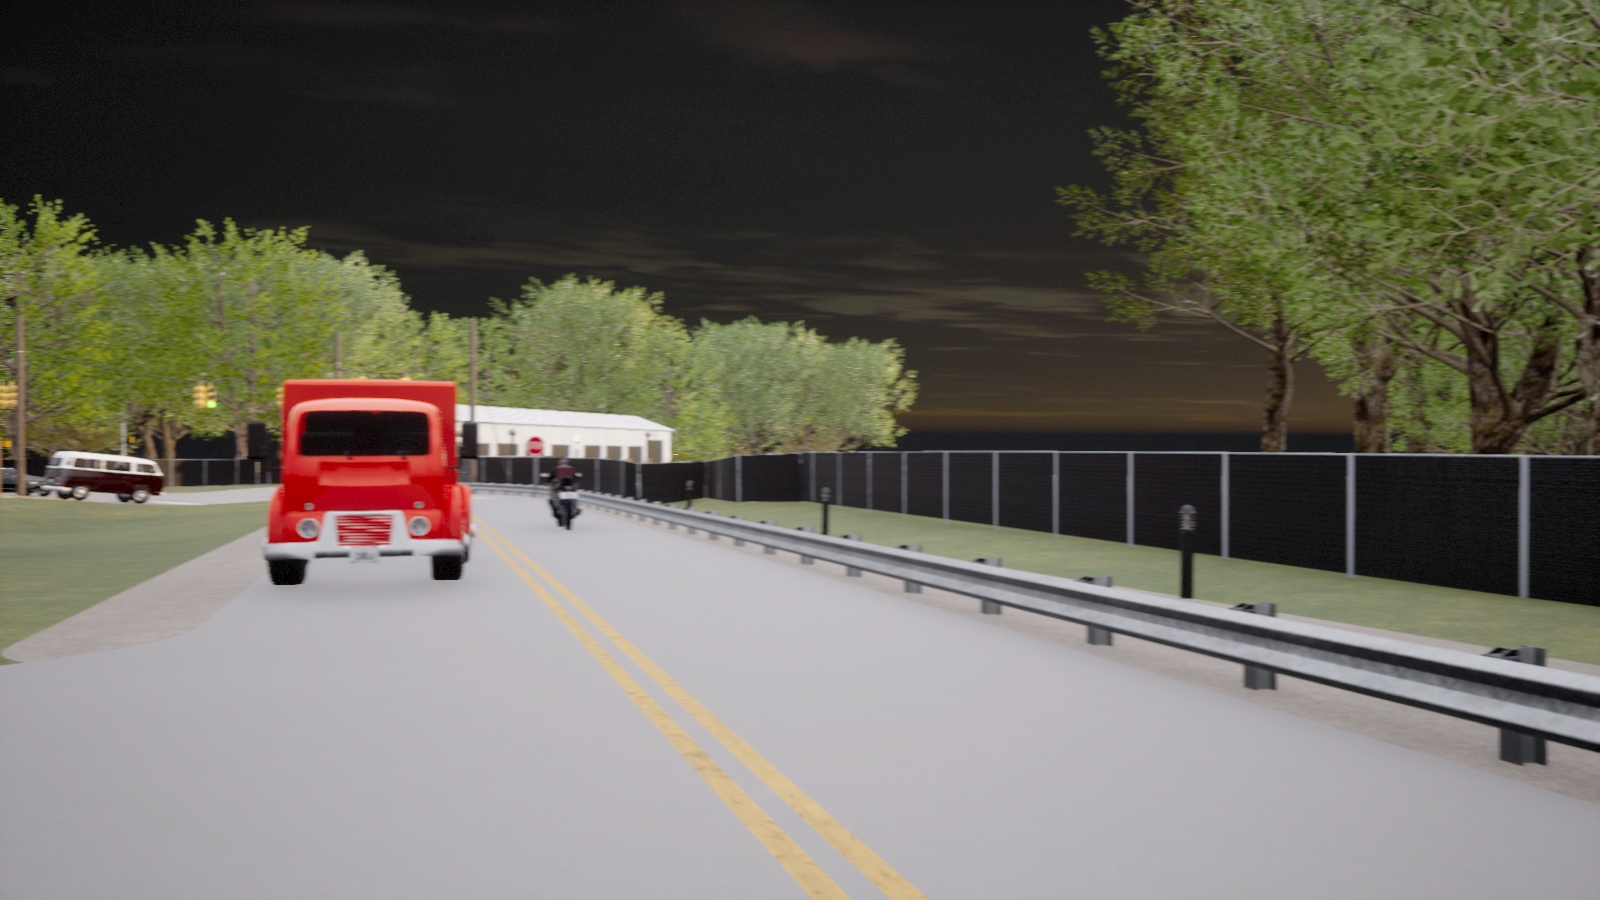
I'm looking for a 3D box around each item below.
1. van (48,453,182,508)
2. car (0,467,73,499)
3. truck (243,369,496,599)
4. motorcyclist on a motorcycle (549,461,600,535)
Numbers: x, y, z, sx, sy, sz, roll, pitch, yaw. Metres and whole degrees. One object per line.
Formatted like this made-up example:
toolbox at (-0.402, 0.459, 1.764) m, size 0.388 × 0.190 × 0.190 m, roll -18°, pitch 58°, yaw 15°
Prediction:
van at (-29.588, 1.357, 54.359) m, size 2.069 × 2.038 × 4.480 m, roll 1°, pitch -5°, yaw 39°
car at (-43.525, 1.832, 69.755) m, size 5.027 × 1.651 × 2.152 m, roll 1°, pitch 1°, yaw 1°
truck at (-5.410, 0.386, 16.294) m, size 2.627 × 2.467 × 5.204 m, roll 0°, pitch -1°, yaw -16°
motorcyclist on a motorcycle at (-4.913, 1.012, 27.253) m, size 0.866 × 1.530 × 2.191 m, roll 0°, pitch -1°, yaw -16°
